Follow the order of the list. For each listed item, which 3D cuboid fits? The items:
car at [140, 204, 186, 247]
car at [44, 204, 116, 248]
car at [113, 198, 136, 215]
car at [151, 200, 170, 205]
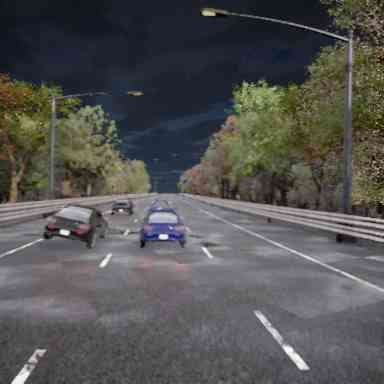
[{"bbox_3d":[-1.302,1.510,14.780,1.812,1.442,4.674,1,0,-6],"label":"car"},{"bbox_3d":[-4.672,1.293,14.008,1.812,1.442,4.674,12,-2,-5],"label":"car"},{"bbox_3d":[-6.524,1.387,31.941,1.837,1.490,4.892,1,0,-5],"label":"car"},{"bbox_3d":[-3.140,1.521,33.365,1.994,1.385,4.181,1,0,-5],"label":"car"}]
